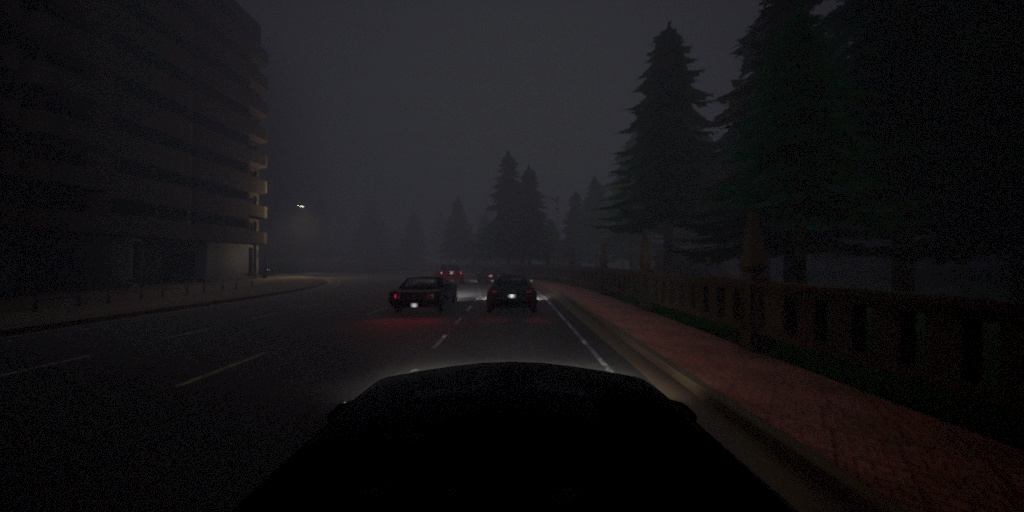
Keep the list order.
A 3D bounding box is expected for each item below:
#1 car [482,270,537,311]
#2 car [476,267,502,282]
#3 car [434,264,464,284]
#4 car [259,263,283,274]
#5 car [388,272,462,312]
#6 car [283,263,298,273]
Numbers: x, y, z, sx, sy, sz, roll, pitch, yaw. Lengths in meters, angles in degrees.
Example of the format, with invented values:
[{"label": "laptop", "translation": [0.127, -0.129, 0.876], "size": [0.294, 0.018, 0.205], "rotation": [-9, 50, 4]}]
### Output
[{"label": "car", "translation": [-0.005, 1.467, 15.236], "size": [1.994, 1.385, 4.181], "rotation": [0, -1, 0]}, {"label": "car", "translation": [-1.763, 1.622, 30.512], "size": [2.033, 1.411, 5.357], "rotation": [0, -1, -17]}, {"label": "car", "translation": [-5.459, 1.425, 30.480], "size": [2.097, 1.767, 4.553], "rotation": [0, -1, -18]}, {"label": "car", "translation": [-35.448, 1.809, 50.649], "size": [4.892, 1.490, 1.837], "rotation": [-1, -1, 16]}, {"label": "car", "translation": [-3.503, 1.502, 15.072], "size": [1.895, 1.301, 4.718], "rotation": [0, -1, 0]}, {"label": "car", "translation": [-34.764, 1.833, 54.086], "size": [4.902, 1.511, 2.128], "rotation": [0, -1, 16]}]
